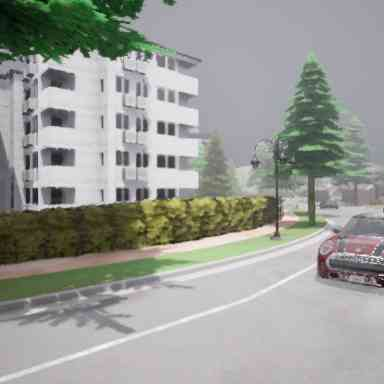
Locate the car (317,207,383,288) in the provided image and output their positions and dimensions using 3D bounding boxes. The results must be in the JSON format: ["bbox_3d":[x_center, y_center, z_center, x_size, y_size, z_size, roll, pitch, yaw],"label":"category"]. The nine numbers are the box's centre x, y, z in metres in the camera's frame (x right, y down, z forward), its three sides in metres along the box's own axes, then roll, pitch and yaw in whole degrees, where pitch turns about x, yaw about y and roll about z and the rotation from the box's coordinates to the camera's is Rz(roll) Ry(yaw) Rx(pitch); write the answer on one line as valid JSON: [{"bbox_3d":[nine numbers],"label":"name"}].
[{"bbox_3d":[5.230,1.409,9.342,2.097,1.767,4.553,-1,-1,40],"label":"car"}]

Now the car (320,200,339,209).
[{"bbox_3d":[20.163,1.877,48.937,1.994,1.385,4.181,0,-1,10],"label":"car"}]
